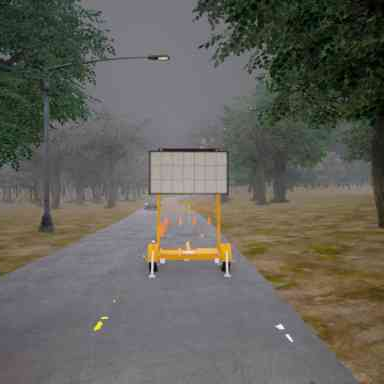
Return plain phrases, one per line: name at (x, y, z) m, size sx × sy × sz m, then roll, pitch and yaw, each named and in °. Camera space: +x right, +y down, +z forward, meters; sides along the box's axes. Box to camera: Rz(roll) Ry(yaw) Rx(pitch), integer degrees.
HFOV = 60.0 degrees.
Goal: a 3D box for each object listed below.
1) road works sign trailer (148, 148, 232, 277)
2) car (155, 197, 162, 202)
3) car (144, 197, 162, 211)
road works sign trailer at (-0.099, 0.474, 10.234) m, size 2.380 × 3.560 × 2.880 m, roll 0°, pitch 0°, yaw -2°
car at (-8.988, 1.936, 89.793) m, size 1.895 × 1.301 × 4.718 m, roll 0°, pitch 0°, yaw -5°
car at (-5.053, 1.449, 42.933) m, size 2.097 × 1.767 × 4.553 m, roll 0°, pitch 0°, yaw -5°
